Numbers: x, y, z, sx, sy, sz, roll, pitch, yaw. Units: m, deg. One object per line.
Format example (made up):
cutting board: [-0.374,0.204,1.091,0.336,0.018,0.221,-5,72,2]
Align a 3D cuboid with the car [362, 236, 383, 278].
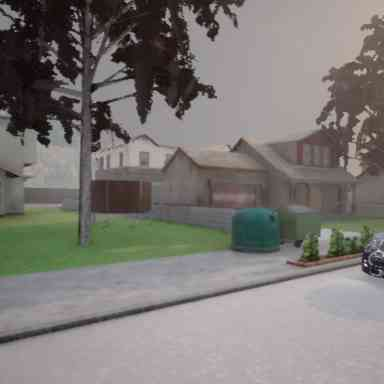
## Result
car: [6.843,1.497,9.486,4.553,1.767,2.097,1,0,-35]
